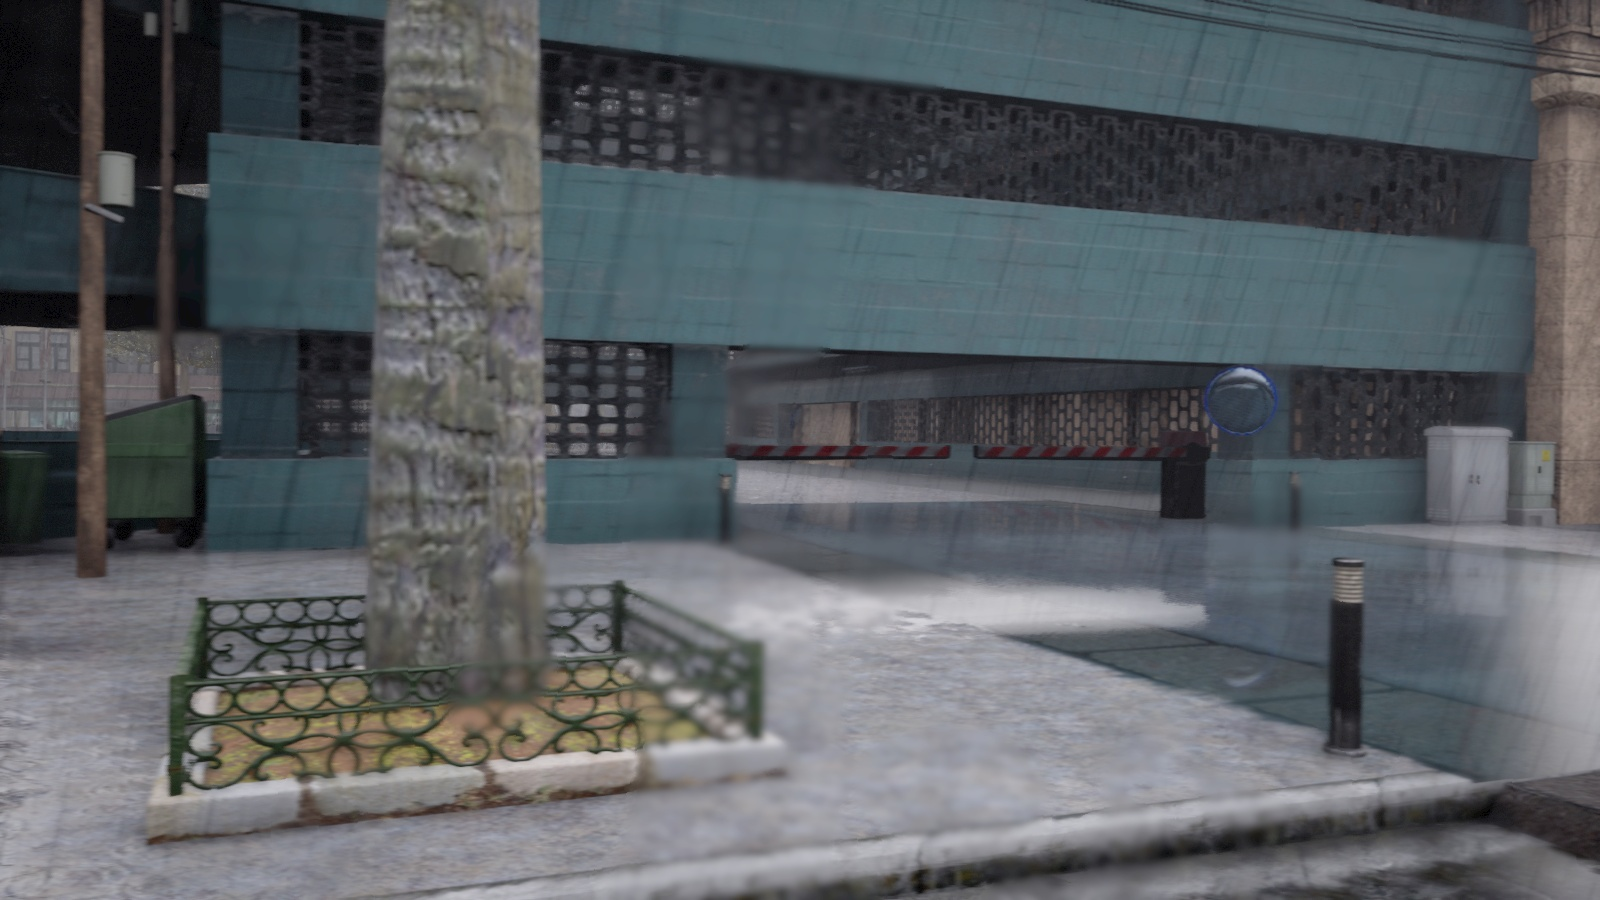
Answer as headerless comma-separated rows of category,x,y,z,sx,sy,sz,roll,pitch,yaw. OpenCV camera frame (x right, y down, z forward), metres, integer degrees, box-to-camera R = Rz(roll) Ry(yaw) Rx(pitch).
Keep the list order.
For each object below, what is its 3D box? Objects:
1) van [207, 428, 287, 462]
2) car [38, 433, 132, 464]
van,-34.354,-0.337,78.165,4.442,1.987,1.775,-1,1,-21
car,-42.606,-0.090,74.953,4.553,1.767,2.097,-1,1,-21
